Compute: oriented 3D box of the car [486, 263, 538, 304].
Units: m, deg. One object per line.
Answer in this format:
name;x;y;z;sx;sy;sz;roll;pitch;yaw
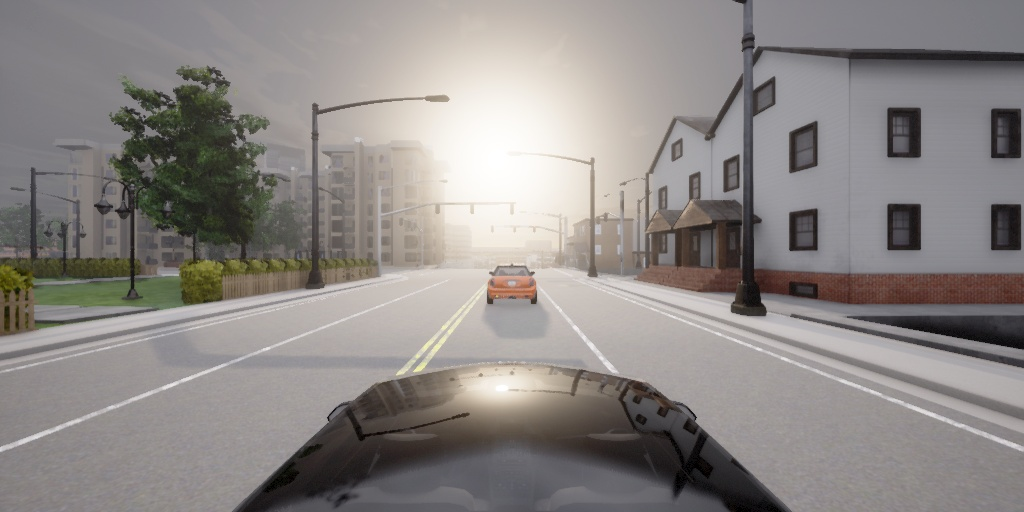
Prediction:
car;0.000;1.114;16.470;2.097;1.767;4.553;0;0;0
